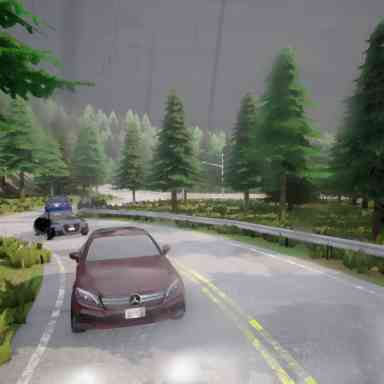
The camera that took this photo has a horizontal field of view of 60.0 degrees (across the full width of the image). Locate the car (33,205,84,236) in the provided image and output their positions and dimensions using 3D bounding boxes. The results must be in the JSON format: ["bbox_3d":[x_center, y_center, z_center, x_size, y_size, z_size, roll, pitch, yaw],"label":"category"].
[{"bbox_3d":[-7.129,1.664,17.920,1.994,1.385,4.181,-4,2,-38],"label":"car"}]

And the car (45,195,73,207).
[{"bbox_3d":[-12.890,1.326,32.235,2.150,2.045,5.566,-1,0,-18],"label":"car"}]

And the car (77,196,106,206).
[{"bbox_3d":[-12.755,1.289,42.827,2.097,1.767,4.553,2,2,13],"label":"car"}]

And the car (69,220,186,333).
[{"bbox_3d":[-1.527,1.523,7.103,1.812,1.442,4.674,-2,0,-17],"label":"car"}]
